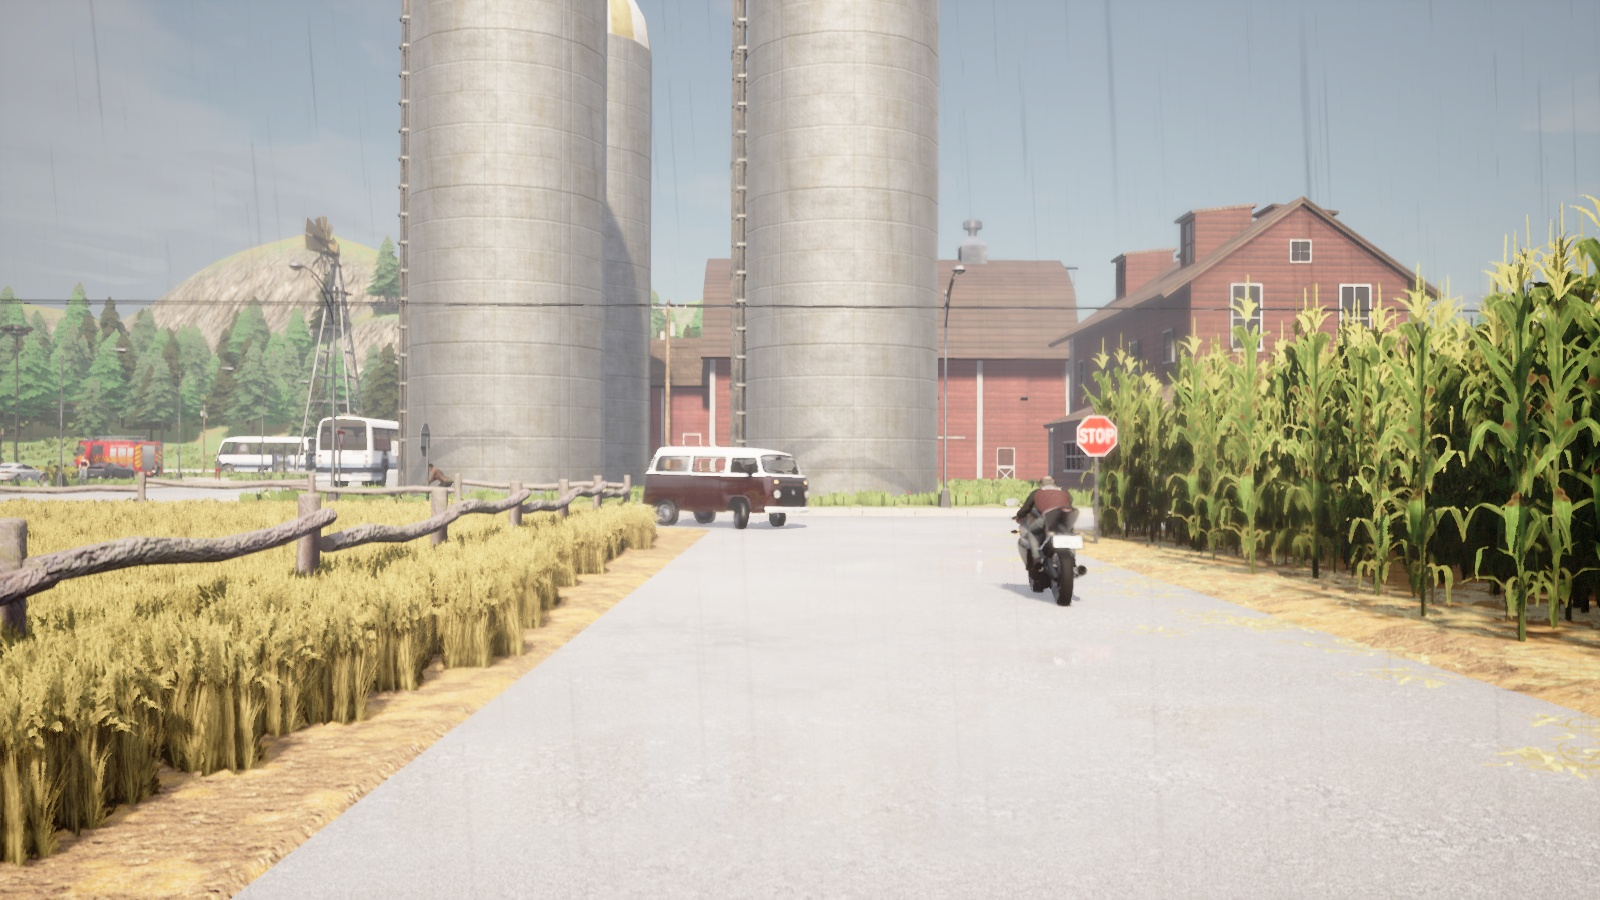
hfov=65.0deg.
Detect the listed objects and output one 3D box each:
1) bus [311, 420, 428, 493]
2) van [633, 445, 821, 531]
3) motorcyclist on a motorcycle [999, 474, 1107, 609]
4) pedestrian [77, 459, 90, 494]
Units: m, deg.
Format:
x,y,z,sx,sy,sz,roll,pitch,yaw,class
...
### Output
x,y,z,sx,sy,sz,roll,pitch,yaw,class
-26.582,0.434,78.294,3.944,4.253,10.273,0,-1,-1,bus
-1.886,0.947,31.980,4.480,2.038,2.069,0,-2,38,van
3.056,1.064,15.410,0.866,1.530,2.191,0,-1,0,motorcyclist on a motorcycle
-38.203,1.393,66.941,0.345,1.836,0.594,0,-1,-2,pedestrian
